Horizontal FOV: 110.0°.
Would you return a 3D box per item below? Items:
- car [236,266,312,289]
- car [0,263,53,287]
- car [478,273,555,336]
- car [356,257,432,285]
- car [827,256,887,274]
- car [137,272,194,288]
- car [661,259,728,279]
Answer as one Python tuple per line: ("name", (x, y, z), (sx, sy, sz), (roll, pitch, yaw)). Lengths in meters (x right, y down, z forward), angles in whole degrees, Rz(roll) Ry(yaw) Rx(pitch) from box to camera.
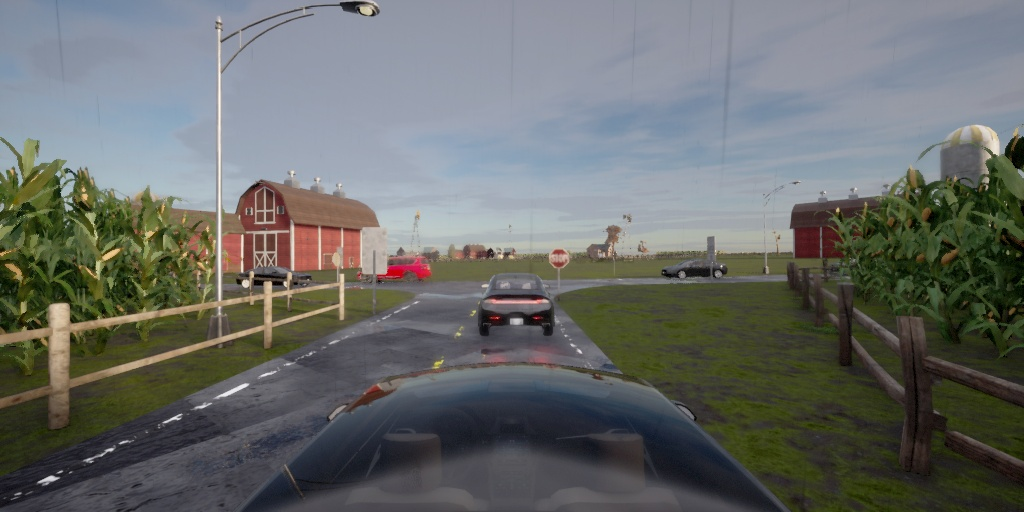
("car", (-16.865, 1.473, 25.556), (5.008, 1.535, 1.882), (-1, -1, 5))
("car", (-45.988, 1.732, 33.295), (5.566, 2.045, 2.150), (-1, -1, 15))
("car", (0.106, 1.243, 10.382), (2.128, 1.511, 4.902), (0, 0, 0))
("car", (-9.104, 1.117, 27.907), (5.566, 2.045, 2.150), (-1, 0, 3))
("car", (28.592, 0.734, 29.450), (5.008, 1.535, 1.882), (-1, 0, -8))
("car", (-26.747, 1.707, 26.676), (5.357, 1.411, 2.033), (-1, -1, 8))
("car", (14.200, 1.008, 28.032), (4.892, 1.490, 1.837), (-1, 0, -4))
